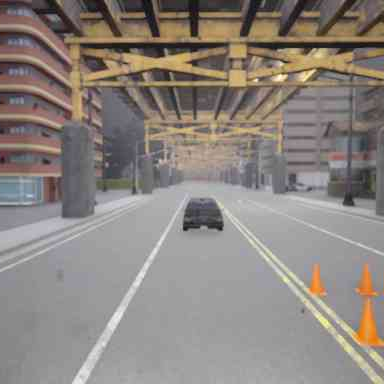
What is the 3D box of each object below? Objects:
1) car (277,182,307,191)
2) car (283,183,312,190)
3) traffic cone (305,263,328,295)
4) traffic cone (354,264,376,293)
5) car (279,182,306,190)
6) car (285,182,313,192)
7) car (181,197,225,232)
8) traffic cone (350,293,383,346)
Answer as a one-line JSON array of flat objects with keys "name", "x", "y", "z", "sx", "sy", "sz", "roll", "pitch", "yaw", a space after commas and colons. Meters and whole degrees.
[{"name": "car", "x": 18.211, "y": -0.966, "z": 60.408, "sx": 4.974, "sy": 1.542, "sz": 2.038, "roll": 1, "pitch": 3, "yaw": 26}, {"name": "car", "x": 17.885, "y": -0.944, "z": 56.267, "sx": 4.536, "sy": 1.218, "sz": 1.853, "roll": -1, "pitch": 3, "yaw": -19}, {"name": "traffic cone", "x": 2.503, "y": 1.732, "z": 6.689, "sx": 0.340, "sy": 0.580, "sz": 0.340, "roll": 0, "pitch": 2, "yaw": 1}, {"name": "traffic cone", "x": 3.503, "y": 1.734, "z": 6.678, "sx": 0.340, "sy": 0.580, "sz": 0.340, "roll": 0, "pitch": 2, "yaw": 1}, {"name": "car", "x": 18.258, "y": -1.122, "z": 60.379, "sx": 4.536, "sy": 1.218, "sz": 1.853, "roll": 1, "pitch": 3, "yaw": 26}, {"name": "car", "x": 17.836, "y": -0.786, "z": 56.257, "sx": 4.974, "sy": 1.542, "sz": 2.038, "roll": -1, "pitch": 3, "yaw": -19}, {"name": "car", "x": 0.503, "y": 0.980, "z": 16.318, "sx": 2.033, "sy": 1.411, "sz": 5.357, "roll": 0, "pitch": 2, "yaw": 1}, {"name": "traffic cone", "x": 2.479, "y": 1.799, "z": 4.691, "sx": 0.340, "sy": 0.580, "sz": 0.340, "roll": 0, "pitch": 2, "yaw": 1}]
